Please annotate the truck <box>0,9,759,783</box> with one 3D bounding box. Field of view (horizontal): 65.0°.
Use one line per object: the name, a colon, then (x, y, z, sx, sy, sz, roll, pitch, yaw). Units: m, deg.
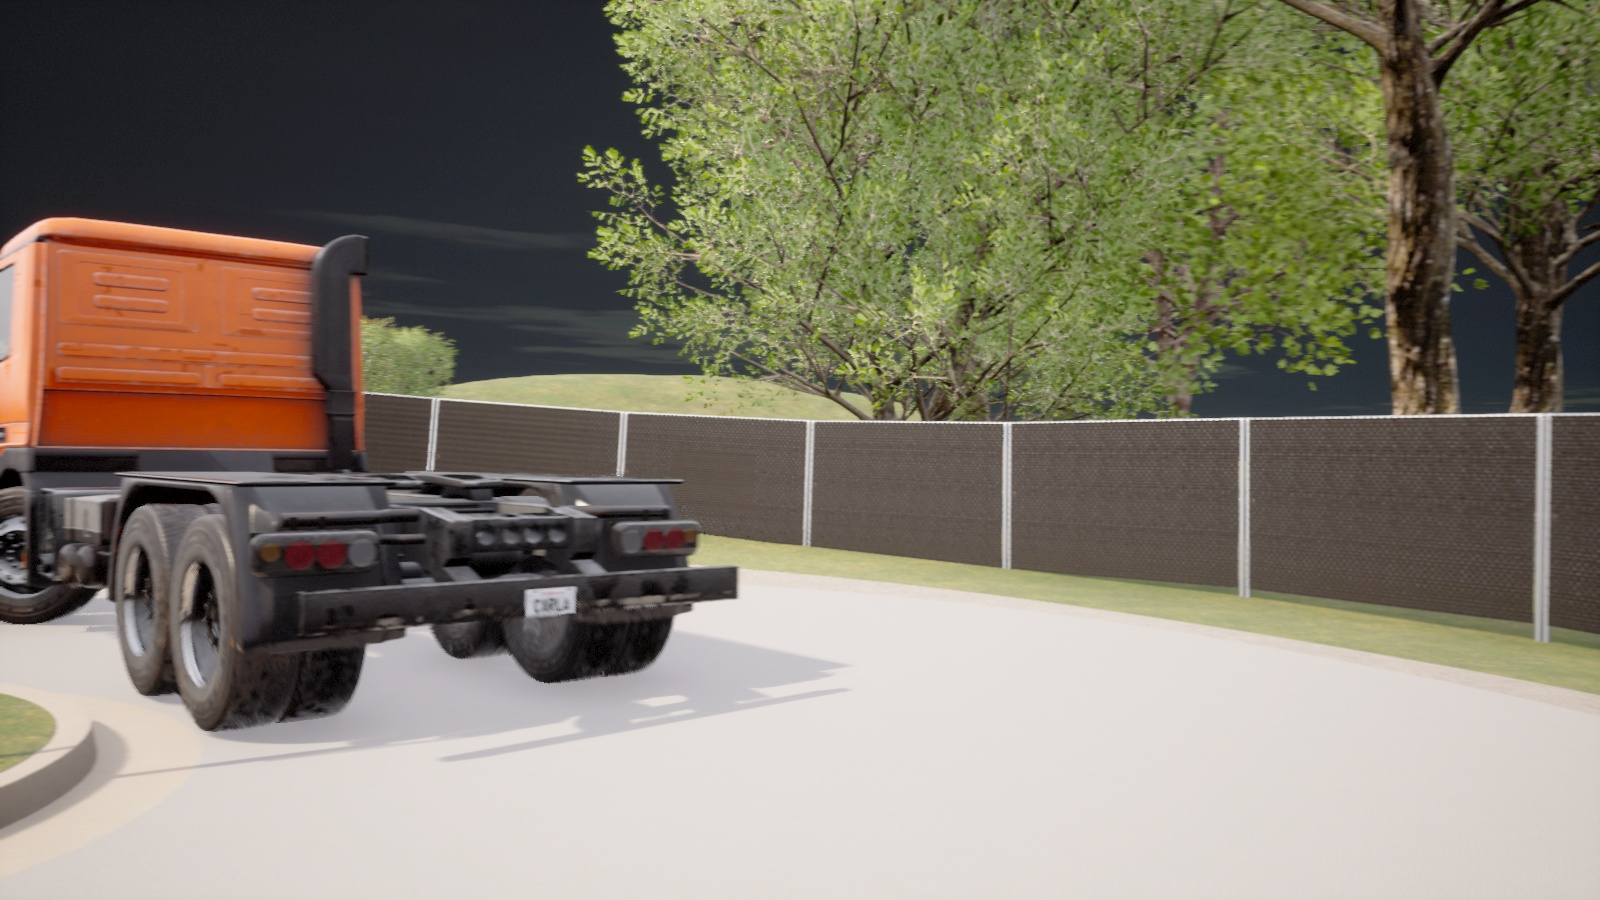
truck: (-3.995, -0.243, 9.522, 2.891, 3.462, 7.936, 1, 0, -42)
